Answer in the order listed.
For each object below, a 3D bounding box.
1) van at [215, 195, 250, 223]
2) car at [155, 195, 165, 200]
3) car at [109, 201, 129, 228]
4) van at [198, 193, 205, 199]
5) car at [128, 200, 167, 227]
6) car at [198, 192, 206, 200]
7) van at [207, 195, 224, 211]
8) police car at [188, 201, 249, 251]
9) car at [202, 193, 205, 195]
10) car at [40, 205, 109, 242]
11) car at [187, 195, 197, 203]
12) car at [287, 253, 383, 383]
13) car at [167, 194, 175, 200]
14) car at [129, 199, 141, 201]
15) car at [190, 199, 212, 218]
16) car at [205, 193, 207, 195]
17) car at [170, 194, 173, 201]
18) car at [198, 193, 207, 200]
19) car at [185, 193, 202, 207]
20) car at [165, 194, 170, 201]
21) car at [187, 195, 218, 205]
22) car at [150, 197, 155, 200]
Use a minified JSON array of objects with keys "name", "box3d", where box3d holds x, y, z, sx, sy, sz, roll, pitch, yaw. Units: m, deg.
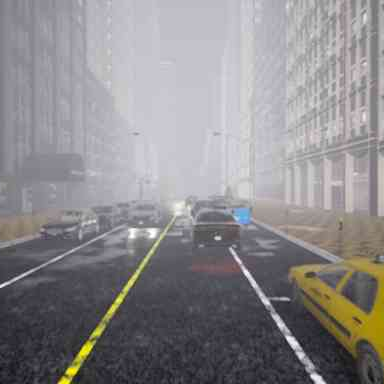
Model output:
[{"name":"van","box3d":[2.685,1.283,21.615,1.690,1.788,3.998,-1,0,0]},{"name":"car","box3d":[-5.690,1.418,50.035,2.008,1.369,4.403,-1,0,0]},{"name":"car","box3d":[-5.694,1.508,21.617,1.947,1.339,4.313,-1,0,0]},{"name":"van","box3d":[2.696,1.084,95.502,1.690,1.788,3.998,-1,0,0]},{"name":"car","box3d":[-3.097,1.487,22.808,2.033,1.411,5.357,0,0,0]},{"name":"car","box3d":[2.695,1.074,89.819,2.192,1.841,5.009,-1,0,0]},{"name":"van","box3d":[2.687,1.238,38.666,1.690,1.788,3.998,-1,0,0]},{"name":"police car","box3d":[0.902,1.388,14.071,1.930,1.638,5.238,0,0,0]},{"name":"car","box3d":[2.693,1.387,61.401,2.008,1.369,4.403,-1,0,0]},{"name":"car","box3d":[-5.695,1.508,15.933,2.008,1.369,4.403,-1,0,0]},{"name":"car","box3d":[0.010,1.333,64.153,1.837,1.490,4.892,0,0,0]},{"name":"car","box3d":[2.684,1.512,4.735,1.752,1.417,4.829,-1,0,0]},{"name":"car","box3d":[-5.684,1.285,89.651,1.752,1.417,4.829,-1,0,0]},{"name":"car","box3d":[-5.693,1.472,27.301,1.887,1.381,4.507,-1,0,0]},{"name":"car","box3d":[0.829,1.446,29.975,1.812,1.442,4.674,0,0,1]},{"name":"car","box3d":[2.686,1.227,32.982,2.192,1.841,5.009,-1,0,0]},{"name":"car","box3d":[-5.686,1.388,72.769,1.802,1.307,4.206,-1,0,0]},{"name":"car","box3d":[2.693,1.090,84.135,2.192,1.841,5.009,-1,0,0]},{"name":"car","box3d":[0.007,1.221,49.129,2.097,1.767,4.553,0,0,0]},{"name":"car","box3d":[-5.688,1.387,61.402,2.008,1.369,4.403,-1,0,0]},{"name":"car","box3d":[0.903,1.287,23.932,2.097,1.767,4.553,0,0,0]},{"name":"car","box3d":[-5.691,1.479,38.668,1.802,1.307,4.206,-1,0,0]}]
